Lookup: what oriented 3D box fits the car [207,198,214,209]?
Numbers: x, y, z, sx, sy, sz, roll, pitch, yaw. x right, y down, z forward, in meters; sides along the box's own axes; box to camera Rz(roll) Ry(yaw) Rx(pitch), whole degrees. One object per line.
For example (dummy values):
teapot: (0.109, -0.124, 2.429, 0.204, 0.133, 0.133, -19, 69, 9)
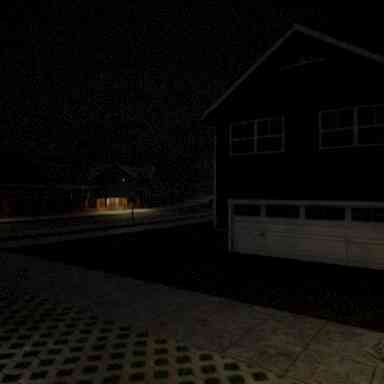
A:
car: (3.465, 1.624, 47.856, 1.837, 1.490, 4.892, 0, 0, 15)
